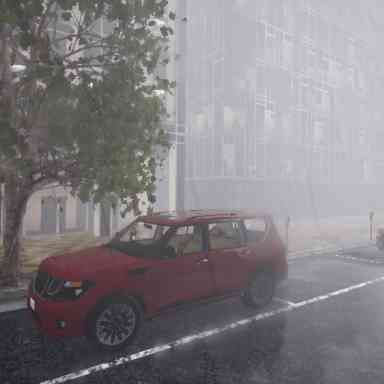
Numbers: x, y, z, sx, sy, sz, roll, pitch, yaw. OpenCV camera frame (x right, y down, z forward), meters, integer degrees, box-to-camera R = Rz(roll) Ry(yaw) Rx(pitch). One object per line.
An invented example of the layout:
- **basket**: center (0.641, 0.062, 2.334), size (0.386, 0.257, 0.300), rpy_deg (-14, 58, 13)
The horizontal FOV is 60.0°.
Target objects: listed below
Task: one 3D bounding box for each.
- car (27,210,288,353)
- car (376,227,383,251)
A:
- **car**: center (-0.296, 1.316, 6.341), size (5.009, 1.841, 2.192), rpy_deg (0, 1, -36)
- **car**: center (8.900, 1.548, 12.932), size (4.507, 1.381, 1.887), rpy_deg (0, 1, -36)
